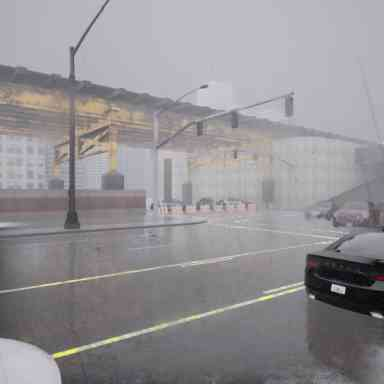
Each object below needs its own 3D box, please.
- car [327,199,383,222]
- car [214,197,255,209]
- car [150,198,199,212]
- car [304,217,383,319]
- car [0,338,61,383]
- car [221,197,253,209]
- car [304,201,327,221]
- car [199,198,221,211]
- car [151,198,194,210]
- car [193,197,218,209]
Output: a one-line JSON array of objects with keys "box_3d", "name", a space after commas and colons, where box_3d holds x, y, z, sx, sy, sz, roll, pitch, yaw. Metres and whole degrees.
[{"box_3d": [10.606, 1.352, 21.304, 2.097, 1.767, 4.553, 0, 0, 38], "name": "car"}, {"box_3d": [5.558, 1.453, 43.737, 4.974, 1.542, 2.038, 0, 0, -7], "name": "car"}, {"box_3d": [-2.039, 1.453, 37.225, 4.974, 1.542, 2.038, 0, 0, 8], "name": "car"}, {"box_3d": [4.464, 1.478, 7.030, 5.008, 1.535, 1.882, 0, 0, -36], "name": "car"}, {"box_3d": [-3.059, 1.526, 1.555, 4.674, 1.442, 1.812, 0, 0, -36], "name": "car"}, {"box_3d": [5.507, 1.295, 43.730, 4.536, 1.218, 1.853, 0, 0, -7], "name": "car"}, {"box_3d": [10.584, 1.491, 26.776, 2.128, 1.511, 4.902, 0, 0, 37], "name": "car"}, {"box_3d": [1.682, 1.453, 39.943, 2.038, 1.542, 4.974, 0, 0, 18], "name": "car"}, {"box_3d": [-2.091, 1.295, 37.231, 4.536, 1.218, 1.853, 0, 0, 8], "name": "car"}, {"box_3d": [1.697, 1.295, 39.992, 1.853, 1.218, 4.536, 0, 0, 18], "name": "car"}]
